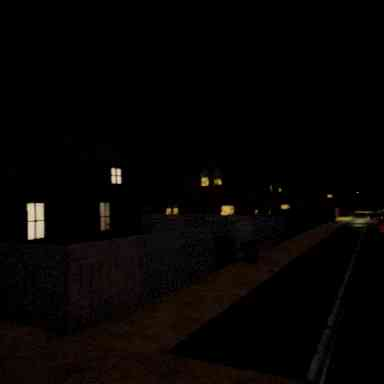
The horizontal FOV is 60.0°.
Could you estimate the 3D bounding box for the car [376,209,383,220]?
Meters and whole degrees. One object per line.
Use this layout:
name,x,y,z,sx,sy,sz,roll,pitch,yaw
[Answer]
car,25.139,2.920,43.310,1.895,1.301,4.718,-4,-4,29

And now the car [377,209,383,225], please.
car,20.241,2.625,34.277,1.895,1.301,4.718,-4,-4,29
